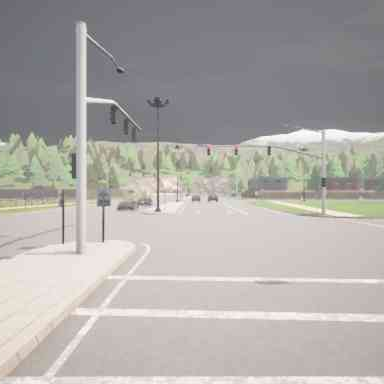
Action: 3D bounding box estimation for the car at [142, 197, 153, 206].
[{"bbox_3d":[-7.441,1.488,53.058,2.128,1.511,4.902,0,0,1],"label":"car"}]

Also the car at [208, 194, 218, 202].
[{"bbox_3d":[4.376,1.186,69.730,2.097,1.767,4.553,0,0,1],"label":"car"}]

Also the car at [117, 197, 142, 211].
[{"bbox_3d":[-7.630,1.524,39.774,1.812,1.442,4.674,0,0,1],"label":"car"}]

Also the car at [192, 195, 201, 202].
[{"bbox_3d":[0.877,1.356,69.806,2.128,1.511,4.902,0,0,1],"label":"car"}]
